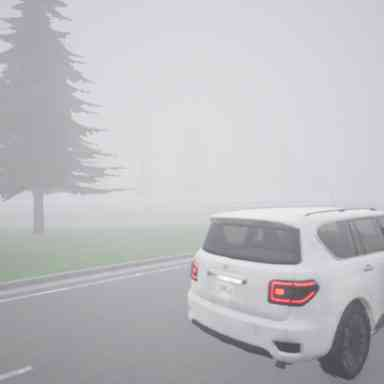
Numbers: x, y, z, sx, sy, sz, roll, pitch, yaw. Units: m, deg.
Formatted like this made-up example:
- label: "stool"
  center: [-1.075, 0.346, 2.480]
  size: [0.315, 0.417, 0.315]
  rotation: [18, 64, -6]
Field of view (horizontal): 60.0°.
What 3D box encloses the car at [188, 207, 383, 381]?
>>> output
- label: "car"
  center: [2.465, 1.268, 5.838]
  size: [5.566, 2.045, 2.150]
  rotation: [0, -1, -40]
